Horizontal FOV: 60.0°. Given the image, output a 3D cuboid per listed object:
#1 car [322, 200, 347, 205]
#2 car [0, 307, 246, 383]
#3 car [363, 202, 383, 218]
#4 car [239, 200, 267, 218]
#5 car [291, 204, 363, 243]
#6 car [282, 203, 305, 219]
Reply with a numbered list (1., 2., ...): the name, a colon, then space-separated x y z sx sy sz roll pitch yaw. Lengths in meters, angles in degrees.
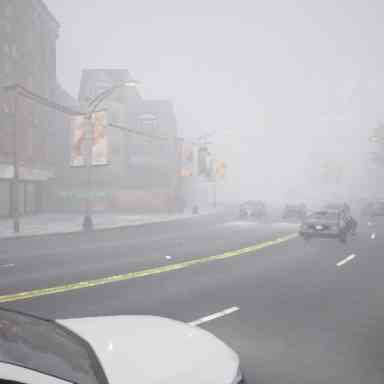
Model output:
1. car: 13.061 1.469 30.390 1.882 1.535 5.008 0 0 15
2. car: -1.651 1.523 2.101 4.674 1.442 1.812 0 0 -36
3. car: 16.439 1.550 29.474 2.033 1.411 5.357 0 0 15
4. car: 5.484 1.500 29.541 2.128 1.511 4.902 0 0 19
5. car: 6.763 1.555 16.252 2.033 1.411 5.357 0 0 33
6. car: 8.786 1.638 28.380 1.895 1.301 4.718 0 0 19
